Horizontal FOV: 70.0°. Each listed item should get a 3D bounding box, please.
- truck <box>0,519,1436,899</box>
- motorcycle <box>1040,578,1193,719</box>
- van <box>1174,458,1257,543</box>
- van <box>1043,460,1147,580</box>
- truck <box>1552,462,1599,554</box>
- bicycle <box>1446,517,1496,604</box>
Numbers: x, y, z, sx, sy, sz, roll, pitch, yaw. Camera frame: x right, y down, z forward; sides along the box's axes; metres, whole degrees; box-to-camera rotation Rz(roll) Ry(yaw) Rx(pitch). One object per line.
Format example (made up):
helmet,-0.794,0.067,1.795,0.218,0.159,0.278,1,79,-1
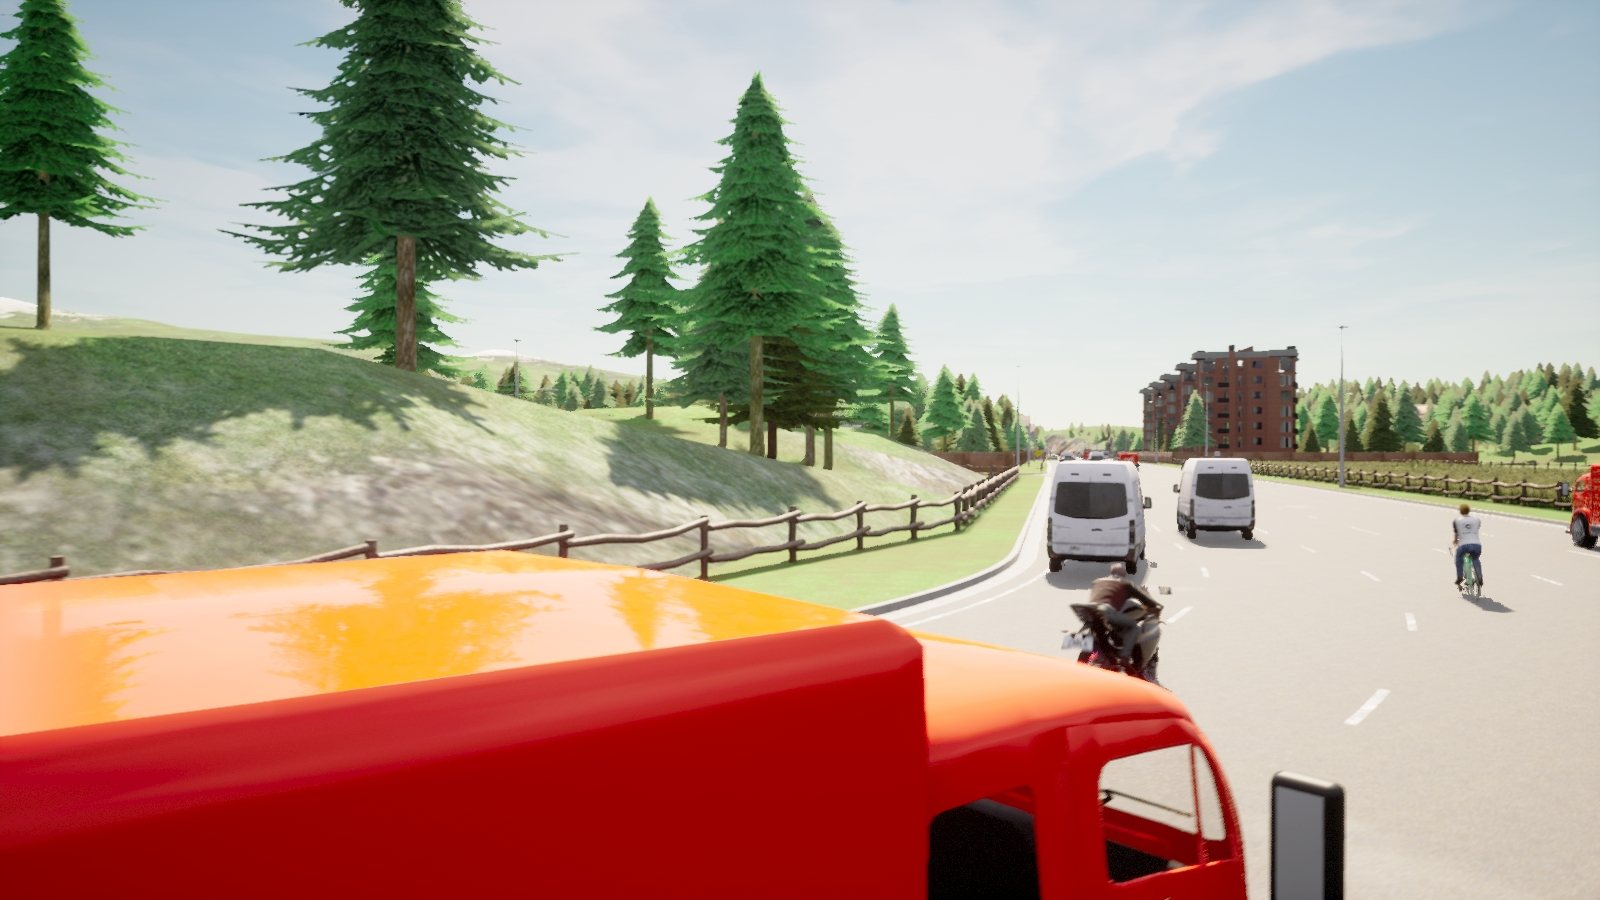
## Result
truck,-0.983,1.571,2.789,5.204,2.467,2.627,0,0,-38
motorcycle,3.678,2.213,13.136,0.867,1.251,2.209,-2,-2,38
van,13.737,1.556,38.060,1.988,2.561,5.915,0,0,14
van,7.338,1.550,28.001,1.988,2.561,5.915,1,0,19
truck,23.112,1.591,31.224,2.627,2.467,5.204,0,0,13
bicycle,12.718,2.070,21.693,0.373,1.496,1.643,-4,-2,18
